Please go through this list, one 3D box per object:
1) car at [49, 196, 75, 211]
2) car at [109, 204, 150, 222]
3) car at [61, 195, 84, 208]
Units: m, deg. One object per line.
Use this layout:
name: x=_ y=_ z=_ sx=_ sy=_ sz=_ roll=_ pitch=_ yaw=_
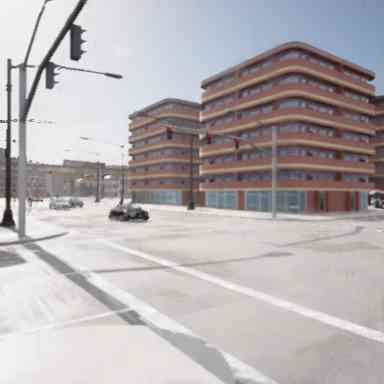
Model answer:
car: x=-17.102 y=1.592 z=43.119 sx=1.812 sy=1.442 sz=4.674 roll=0 pitch=0 yaw=-37
car: x=-5.102 y=1.633 z=26.859 sx=1.994 sy=1.385 sz=4.181 roll=0 pitch=0 yaw=-37
car: x=-17.961 y=1.635 z=50.322 sx=2.033 sy=1.411 sz=5.357 roll=0 pitch=0 yaw=-36
